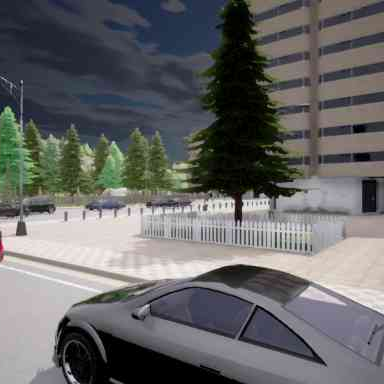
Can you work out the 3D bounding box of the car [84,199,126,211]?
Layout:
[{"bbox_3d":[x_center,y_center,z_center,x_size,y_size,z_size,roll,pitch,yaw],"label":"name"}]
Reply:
[{"bbox_3d":[-10.675,1.547,41.422,2.033,1.411,5.357,0,0,35],"label":"car"}]

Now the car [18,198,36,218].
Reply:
[{"bbox_3d":[-16.022,1.505,27.539,1.837,1.490,4.892,1,0,36],"label":"car"}]

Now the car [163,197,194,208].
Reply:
[{"bbox_3d":[-1.595,1.504,47.807,1.837,1.490,4.892,0,0,35],"label":"car"}]

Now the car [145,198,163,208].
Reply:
[{"bbox_3d":[-4.989,1.564,49.395,1.994,1.385,4.181,0,0,36],"label":"car"}]

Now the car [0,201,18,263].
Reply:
[{"bbox_3d":[-7.370,1.221,9.189,5.566,2.045,2.150,0,0,36],"label":"car"}]

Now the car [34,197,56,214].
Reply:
[{"bbox_3d":[-16.248,1.352,33.583,2.097,1.767,4.553,0,0,35],"label":"car"}]

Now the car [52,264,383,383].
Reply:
[{"bbox_3d":[0.322,1.564,3.761,4.181,1.385,1.994,0,0,35],"label":"car"}]
